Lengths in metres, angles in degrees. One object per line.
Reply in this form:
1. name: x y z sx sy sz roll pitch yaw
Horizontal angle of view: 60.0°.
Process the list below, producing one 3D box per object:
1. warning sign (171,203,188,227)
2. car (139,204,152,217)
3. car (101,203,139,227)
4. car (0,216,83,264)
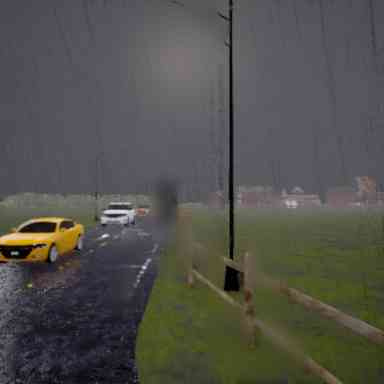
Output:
1. warning sign: -0.965 1.753 25.670 1.300 1.860 1.060 0 -2 -2
2. car: -6.812 2.542 46.494 2.097 1.767 4.553 0 -1 -1
3. car: -6.368 1.951 29.205 2.150 2.045 5.566 0 -2 -2
4. car: -5.889 1.797 13.402 1.882 1.535 5.008 0 -1 -2
